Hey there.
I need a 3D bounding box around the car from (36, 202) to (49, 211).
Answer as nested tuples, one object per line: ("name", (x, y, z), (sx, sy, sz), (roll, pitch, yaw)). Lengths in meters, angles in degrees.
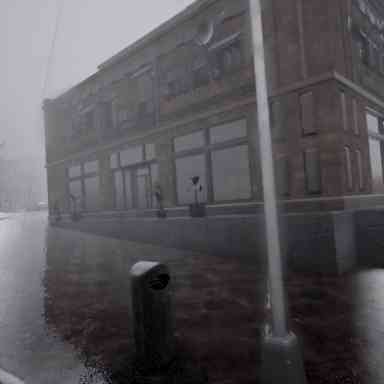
("car", (-23.947, 2.347, 54.302), (1.812, 1.442, 4.674), (-4, -1, -7))
